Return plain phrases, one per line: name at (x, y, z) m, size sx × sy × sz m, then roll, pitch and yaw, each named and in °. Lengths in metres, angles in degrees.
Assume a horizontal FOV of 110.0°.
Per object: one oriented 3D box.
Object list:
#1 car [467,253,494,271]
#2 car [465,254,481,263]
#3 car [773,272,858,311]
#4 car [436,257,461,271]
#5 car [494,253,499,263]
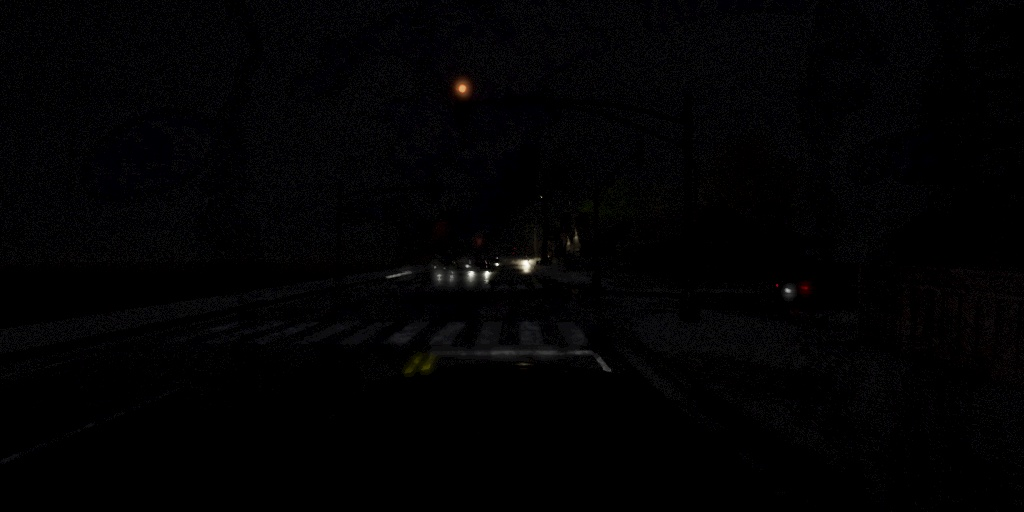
car at (-3.336, 0.582, 37.926) m, size 2.097 × 1.767 × 4.553 m, roll 0°, pitch 1°, yaw 0°
car at (-6.505, 0.414, 60.767) m, size 2.128 × 1.511 × 4.902 m, roll 0°, pitch 1°, yaw 0°
car at (12.480, 1.324, 13.678) m, size 4.181 × 1.385 × 1.994 m, roll 1°, pitch -1°, yaw -2°
car at (-6.589, 0.780, 37.674) m, size 2.033 × 1.411 × 5.357 m, roll 0°, pitch 1°, yaw 0°
car at (-3.253, 0.268, 61.102) m, size 2.097 × 1.767 × 4.553 m, roll 0°, pitch 1°, yaw 0°
